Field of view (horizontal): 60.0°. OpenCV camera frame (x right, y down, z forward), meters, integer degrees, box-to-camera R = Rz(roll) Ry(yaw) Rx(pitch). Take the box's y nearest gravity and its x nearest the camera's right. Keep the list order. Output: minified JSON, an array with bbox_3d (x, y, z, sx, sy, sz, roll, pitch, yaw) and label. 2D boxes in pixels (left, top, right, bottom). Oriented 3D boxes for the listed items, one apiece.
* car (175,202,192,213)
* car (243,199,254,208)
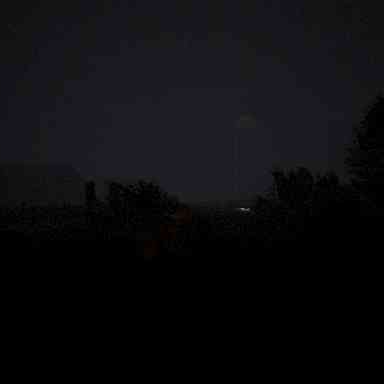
[{"bbox_3d":[-1.849,1.757,37.890,1.994,1.385,4.181,0,0,36],"label":"car"},{"bbox_3d":[9.886,1.919,53.761,1.812,1.442,4.674,0,0,36],"label":"car"}]
